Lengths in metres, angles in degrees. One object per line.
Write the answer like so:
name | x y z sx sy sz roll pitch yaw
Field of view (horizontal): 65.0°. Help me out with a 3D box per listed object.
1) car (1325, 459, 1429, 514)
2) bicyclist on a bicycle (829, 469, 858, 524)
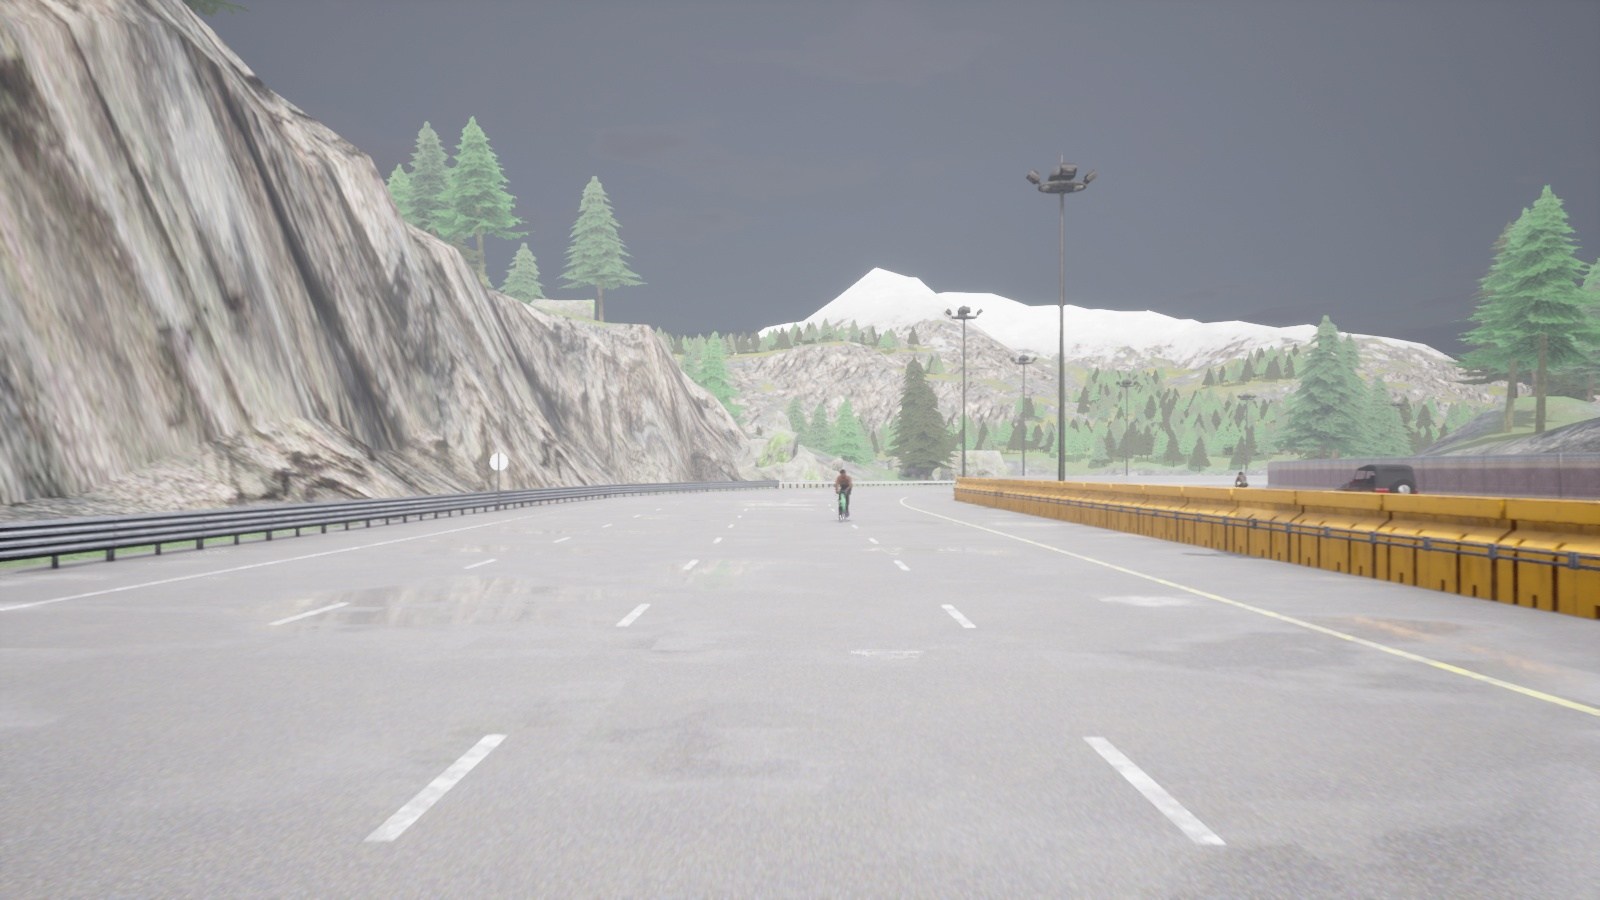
car | 20.674 1.285 45.188 1.905 1.878 3.866 0 -1 -1
bicyclist on a bicycle | 1.335 1.402 38.235 0.582 1.620 1.656 0 -1 13
